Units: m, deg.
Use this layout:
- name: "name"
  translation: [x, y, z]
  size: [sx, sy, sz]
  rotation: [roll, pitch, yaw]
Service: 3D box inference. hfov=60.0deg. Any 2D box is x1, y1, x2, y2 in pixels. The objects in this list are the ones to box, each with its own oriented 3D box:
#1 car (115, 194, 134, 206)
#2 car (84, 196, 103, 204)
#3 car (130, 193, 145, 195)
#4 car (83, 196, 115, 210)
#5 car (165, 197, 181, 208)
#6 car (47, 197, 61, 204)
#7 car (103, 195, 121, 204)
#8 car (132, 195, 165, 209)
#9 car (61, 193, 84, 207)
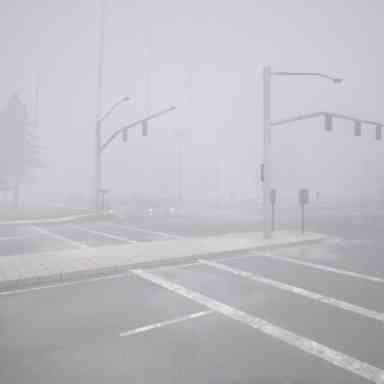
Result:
- name: "car"
  translation: [-11.580, 1.505, 54.528]
  size: [1.837, 1.490, 4.892]
  rotation: [0, 0, -35]
- name: "car"
  translation: [-19.624, 1.492, 66.139]
  size: [2.128, 1.511, 4.902]
  rotation: [0, 0, -35]
- name: "car"
  translation: [-8.993, 1.217, 56.943]
  size: [2.150, 2.045, 5.566]
  rotation: [0, 1, -35]
- name: "car"
  translation: [-12.035, 1.505, 42.973]
  size: [1.837, 1.490, 4.892]
  rotation: [0, 0, -35]
- name: "car"
  translation: [-3.455, 1.505, 49.028]
  size: [1.837, 1.490, 4.892]
  rotation: [0, 0, -35]
- name: "car"
  translation: [-26.087, 1.564, 63.144]
  size: [1.994, 1.385, 4.181]
  rotation: [0, 0, -35]
- name: "car"
  translation: [-16.225, 1.477, 67.394]
  size: [1.882, 1.535, 5.008]
  rotation: [0, 0, -35]
- name: "car"
  translation: [-6.237, 1.505, 46.899]
  size: [1.837, 1.490, 4.892]
  rotation: [0, 0, -35]
- name: "car"
  translation: [-18.151, 1.221, 51.691]
  size: [2.150, 2.045, 5.566]
  rotation: [0, 0, -35]
